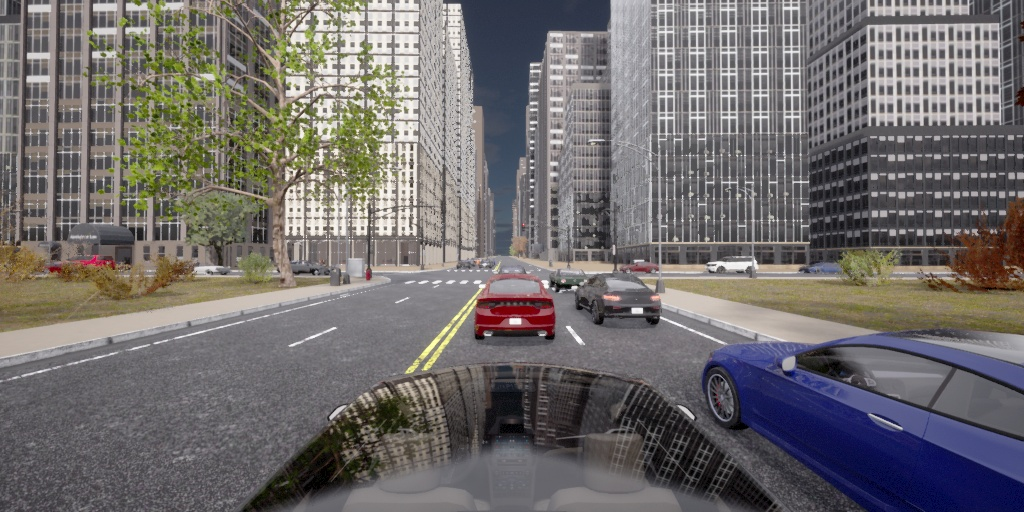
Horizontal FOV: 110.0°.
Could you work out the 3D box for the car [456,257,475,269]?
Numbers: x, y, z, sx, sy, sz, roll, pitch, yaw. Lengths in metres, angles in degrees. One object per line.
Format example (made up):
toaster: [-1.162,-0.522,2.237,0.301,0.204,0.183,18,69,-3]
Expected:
car: [-7.408,1.295,55.751,1.994,1.385,4.181,0,0,-1]

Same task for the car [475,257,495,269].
car: [-4.182,1.222,57.185,2.128,1.511,4.902,0,0,0]

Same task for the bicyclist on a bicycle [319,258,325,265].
bicyclist on a bicycle: [-25.404,1.149,48.039,0.582,1.620,1.656,0,-1,1]

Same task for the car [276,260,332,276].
car: [-19.454,1.146,33.778,4.902,1.511,2.128,0,-1,1]

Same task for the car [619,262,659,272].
car: [15.075,1.368,42.398,4.674,1.442,1.812,0,-1,2]

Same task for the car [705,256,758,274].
car: [25.783,1.075,42.164,5.566,2.045,2.150,0,-1,1]

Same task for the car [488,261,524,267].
car: [0.005,1.243,19.536,2.128,1.511,4.902,0,0,0]

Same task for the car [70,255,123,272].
car: [-48.876,0.929,41.154,5.566,2.045,2.150,0,-1,2]

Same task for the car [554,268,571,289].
car: [3.250,1.352,20.914,1.895,1.301,4.718,0,0,0]

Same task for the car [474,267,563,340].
car: [0.058,1.229,10.032,1.882,1.535,5.008,0,0,0]

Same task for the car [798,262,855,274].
car: [36.737,1.414,41.919,5.357,1.411,2.033,0,-1,1]

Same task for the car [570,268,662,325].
car: [3.294,1.277,11.756,1.812,1.442,4.674,0,0,0]

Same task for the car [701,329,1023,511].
car: [3.338,1.276,2.654,1.812,1.442,4.674,0,0,0]

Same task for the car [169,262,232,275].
car: [-29.528,1.241,34.026,4.718,1.301,1.895,0,-1,1]

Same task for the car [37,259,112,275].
car: [-41.983,1.223,34.344,4.718,1.301,1.895,0,-1,2]
